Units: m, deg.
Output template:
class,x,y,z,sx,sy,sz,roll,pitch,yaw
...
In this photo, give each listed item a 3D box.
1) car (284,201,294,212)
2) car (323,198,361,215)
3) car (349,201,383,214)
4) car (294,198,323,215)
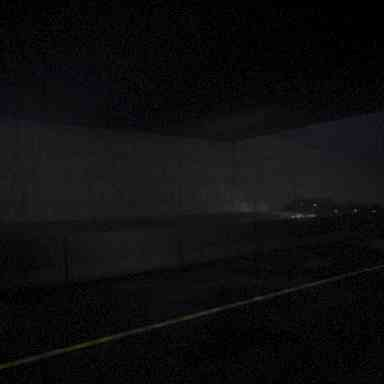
class,x,y,z,sx,sy,sz,roll,pitch,yaw
car,12.852,1.502,38.916,5.008,1.535,1.882,0,0,-35
car,15.224,1.515,32.016,4.902,1.511,2.128,0,0,-35
car,15.632,1.623,28.013,4.718,1.301,1.895,0,0,-35
car,13.278,1.375,34.925,4.553,1.767,2.097,0,0,-35
